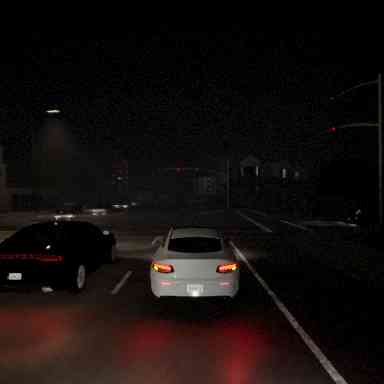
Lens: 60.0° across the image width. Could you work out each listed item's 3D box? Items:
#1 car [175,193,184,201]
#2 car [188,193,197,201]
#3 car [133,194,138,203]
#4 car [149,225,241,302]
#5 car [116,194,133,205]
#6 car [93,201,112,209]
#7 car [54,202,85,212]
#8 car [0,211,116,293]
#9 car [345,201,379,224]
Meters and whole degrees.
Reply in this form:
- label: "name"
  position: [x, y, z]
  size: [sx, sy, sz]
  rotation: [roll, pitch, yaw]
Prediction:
- label: "car"
  position: [-3.455, 1.417, 88.985]
  size: [2.150, 2.045, 5.566]
  rotation: [0, 0, 0]
- label: "car"
  position: [0.045, 1.413, 89.285]
  size: [2.150, 2.045, 5.566]
  rotation: [0, -1, 0]
- label: "car"
  position: [-13.961, 1.431, 77.761]
  size: [2.150, 2.045, 5.566]
  rotation: [0, 1, 0]
- label: "car"
  position: [0.071, 1.540, 8.158]
  size: [1.812, 1.442, 4.674]
  rotation: [0, 0, 0]
- label: "car"
  position: [-13.973, 1.706, 67.067]
  size: [2.097, 1.767, 4.553]
  rotation: [0, 1, 0]
- label: "car"
  position: [-14.069, 2.031, 52.295]
  size: [1.895, 1.301, 4.718]
  rotation: [0, 0, 0]
- label: "car"
  position: [-14.082, 1.856, 38.599]
  size: [2.033, 1.411, 5.357]
  rotation: [0, -1, 0]
- label: "car"
  position: [-3.425, 1.498, 8.945]
  size: [1.882, 1.535, 5.008]
  rotation: [0, 0, 0]
- label: "car"
  position: [14.262, 1.490, 25.471]
  size: [4.553, 1.767, 2.097]
  rotation: [0, -1, 0]
